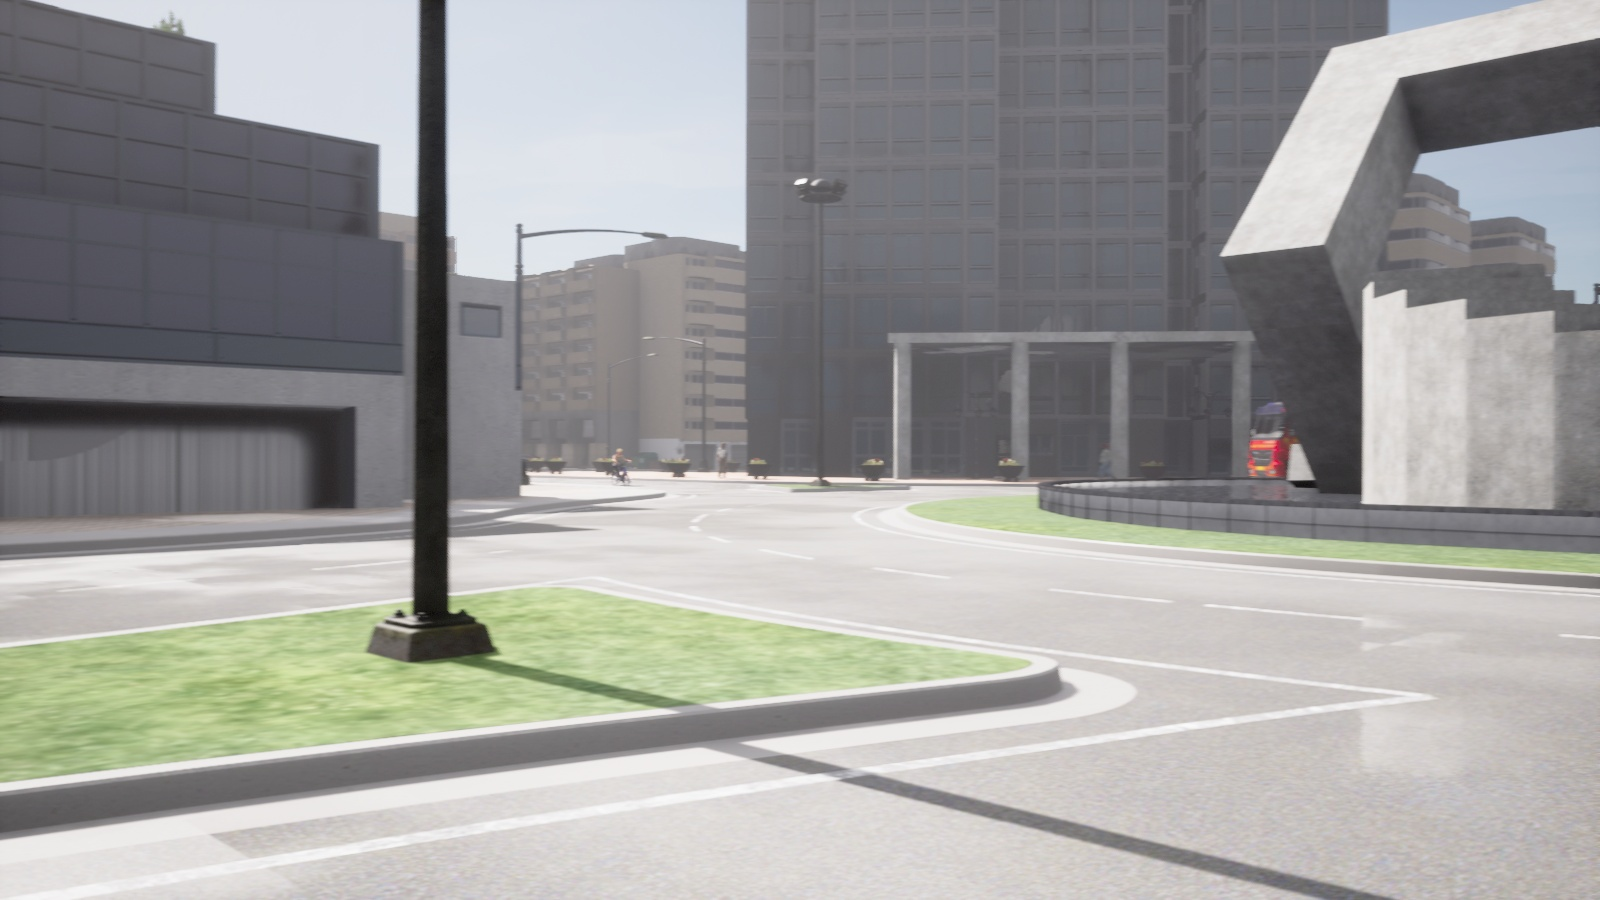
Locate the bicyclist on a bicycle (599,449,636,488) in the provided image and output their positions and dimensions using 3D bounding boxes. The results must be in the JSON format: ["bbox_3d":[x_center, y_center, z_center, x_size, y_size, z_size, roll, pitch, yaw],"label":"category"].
[{"bbox_3d":[-7.780,0.770,53.487,0.866,1.612,1.509,-1,0,-39],"label":"bicyclist on a bicycle"}]

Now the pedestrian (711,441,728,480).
[{"bbox_3d":[-3.908,0.504,60.760,0.540,1.848,0.694,0,0,-37],"label":"pedestrian"}]

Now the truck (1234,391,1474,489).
[{"bbox_3d":[22.199,-0.378,50.589,8.468,3.827,2.891,0,0,-2],"label":"truck"}]

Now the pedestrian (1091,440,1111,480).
[{"bbox_3d":[14.177,0.481,59.179,0.900,1.855,0.874,0,0,11],"label":"pedestrian"}]
